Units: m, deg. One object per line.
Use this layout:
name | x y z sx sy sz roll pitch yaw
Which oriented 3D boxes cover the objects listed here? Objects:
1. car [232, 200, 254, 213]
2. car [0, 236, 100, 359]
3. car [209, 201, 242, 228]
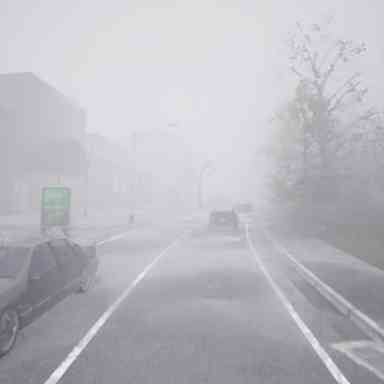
car | 6.496 1.818 40.991 1.812 1.442 4.674 -2 -1 16
car | -3.373 1.605 6.327 2.033 1.411 5.357 0 -1 3
car | 2.352 1.667 23.825 1.882 1.535 5.008 -1 -1 10
